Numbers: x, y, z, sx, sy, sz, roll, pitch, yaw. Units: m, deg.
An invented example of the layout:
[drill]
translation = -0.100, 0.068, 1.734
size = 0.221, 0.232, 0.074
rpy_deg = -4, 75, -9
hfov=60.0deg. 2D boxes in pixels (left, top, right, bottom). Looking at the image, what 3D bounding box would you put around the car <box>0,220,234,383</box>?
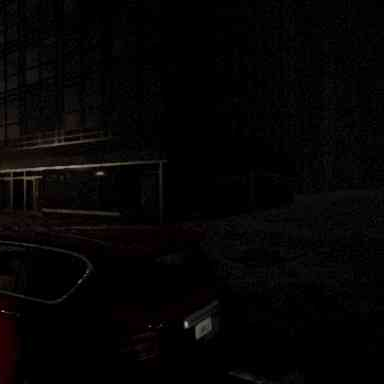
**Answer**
[car]
translation = -1.892, 1.304, 4.300
size = 5.009, 1.841, 2.192
rpy_deg = 0, 1, 33
